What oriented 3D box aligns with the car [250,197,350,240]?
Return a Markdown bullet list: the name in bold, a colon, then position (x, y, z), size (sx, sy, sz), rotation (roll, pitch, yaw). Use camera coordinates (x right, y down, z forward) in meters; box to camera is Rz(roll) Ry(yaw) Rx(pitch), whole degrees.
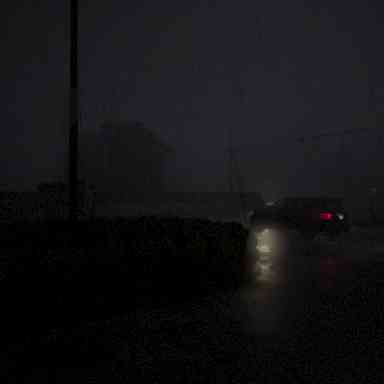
- **car**: position (5.568, 1.279, 17.853), size (2.150, 2.045, 5.566), rotation (0, 0, -32)
